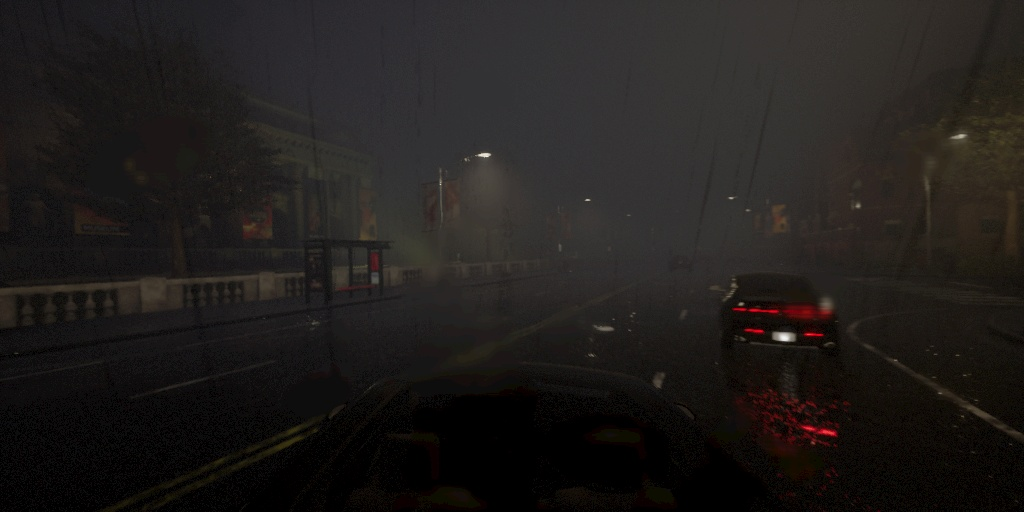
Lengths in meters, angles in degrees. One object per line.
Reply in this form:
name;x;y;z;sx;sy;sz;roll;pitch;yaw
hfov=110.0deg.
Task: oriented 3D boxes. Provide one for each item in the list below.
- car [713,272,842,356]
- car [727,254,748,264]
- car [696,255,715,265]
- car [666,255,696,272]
car;5.808;1.109;8.270;1.837;1.490;4.892;-1;0;29
car;33.857;0.400;53.830;4.902;1.511;2.128;-1;0;-42
car;29.065;0.536;54.086;1.837;1.490;4.892;-2;0;44
car;17.592;0.668;37.236;2.097;1.767;4.553;-1;0;29
